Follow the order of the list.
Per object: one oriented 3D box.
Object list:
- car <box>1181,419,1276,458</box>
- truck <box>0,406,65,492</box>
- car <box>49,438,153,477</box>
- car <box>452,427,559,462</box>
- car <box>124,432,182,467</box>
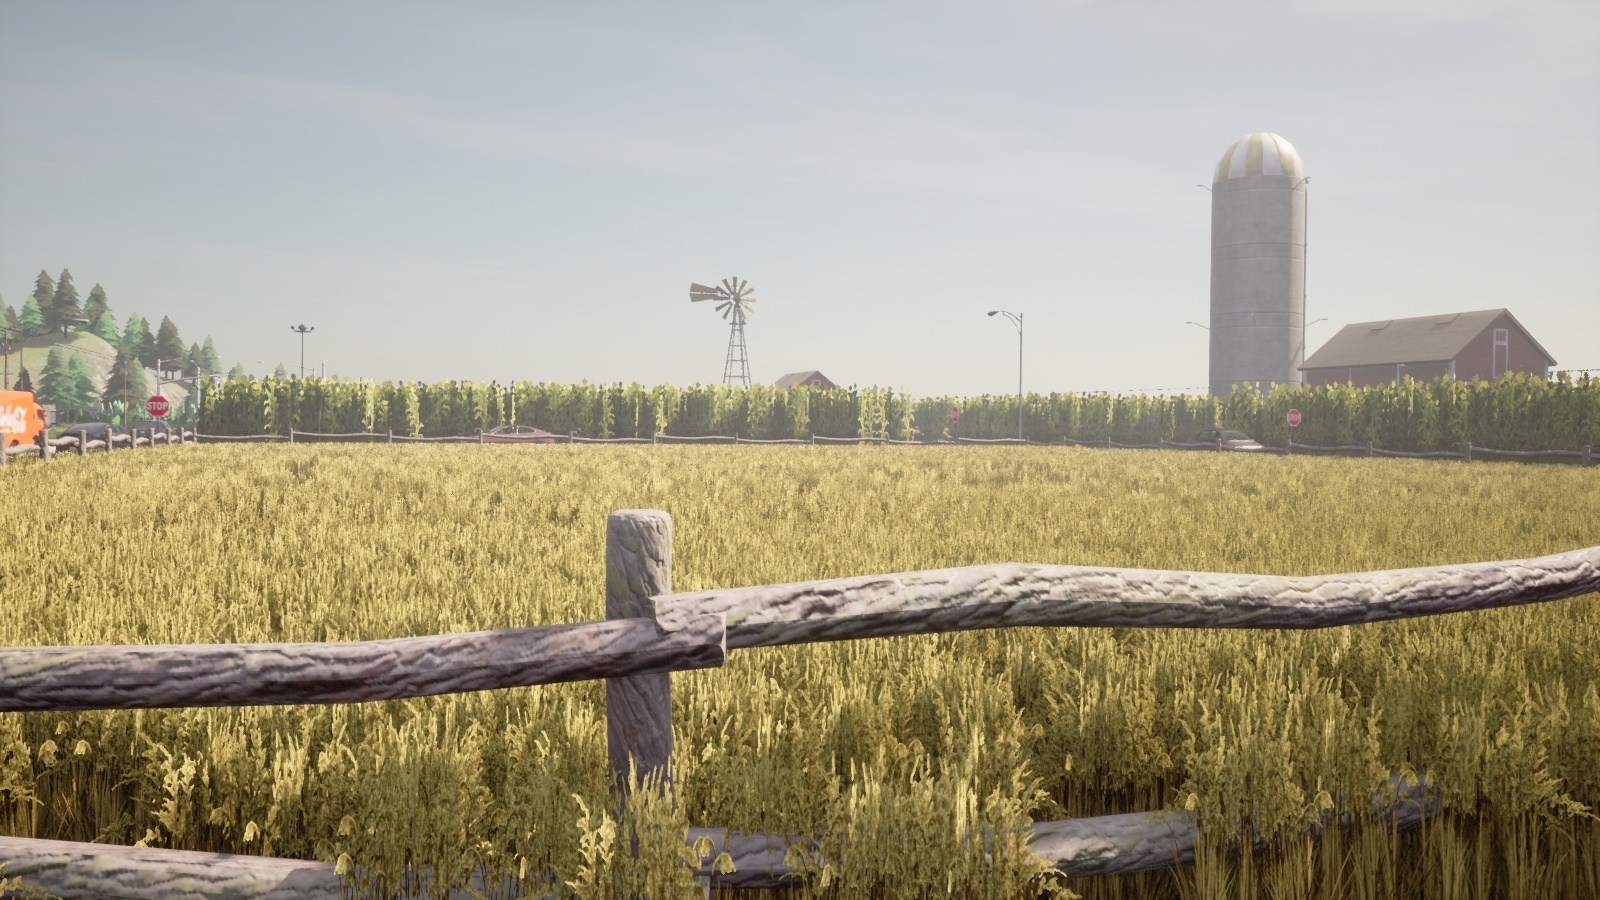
[{"bbox_3d":[18.483,-0.533,54.363,1.851,1.617,3.988,-1,2,-18],"label":"car"},{"bbox_3d":[-24.840,-0.047,38.323,2.627,2.467,5.204,-1,1,-12],"label":"truck"},{"bbox_3d":[-28.728,0.270,51.810,1.837,1.490,4.892,-2,1,-4],"label":"car"},{"bbox_3d":[-14.786,-0.292,63.064,5.027,1.651,2.152,-1,1,-19],"label":"car"},{"bbox_3d":[-34.752,-0.067,67.534,2.097,1.767,4.553,-1,1,-19],"label":"car"}]
